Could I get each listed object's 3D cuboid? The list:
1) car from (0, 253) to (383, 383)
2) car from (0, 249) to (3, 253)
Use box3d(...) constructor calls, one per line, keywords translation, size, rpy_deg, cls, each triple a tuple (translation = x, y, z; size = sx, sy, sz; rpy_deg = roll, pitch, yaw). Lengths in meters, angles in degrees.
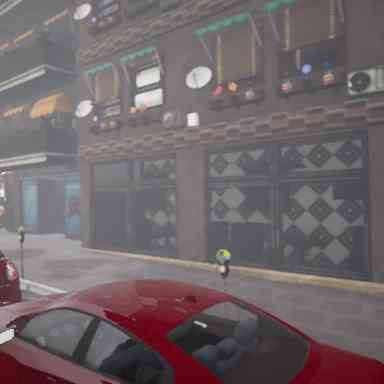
box3d(translation=(-0.628, 1.545, 3.192), size=(4.507, 1.381, 1.887), rpy_deg=(0, -1, 36), cls="car")
box3d(translation=(-5.125, 1.442, 6.413), size=(4.097, 1.590, 1.967), rpy_deg=(0, -1, 36), cls="car")
